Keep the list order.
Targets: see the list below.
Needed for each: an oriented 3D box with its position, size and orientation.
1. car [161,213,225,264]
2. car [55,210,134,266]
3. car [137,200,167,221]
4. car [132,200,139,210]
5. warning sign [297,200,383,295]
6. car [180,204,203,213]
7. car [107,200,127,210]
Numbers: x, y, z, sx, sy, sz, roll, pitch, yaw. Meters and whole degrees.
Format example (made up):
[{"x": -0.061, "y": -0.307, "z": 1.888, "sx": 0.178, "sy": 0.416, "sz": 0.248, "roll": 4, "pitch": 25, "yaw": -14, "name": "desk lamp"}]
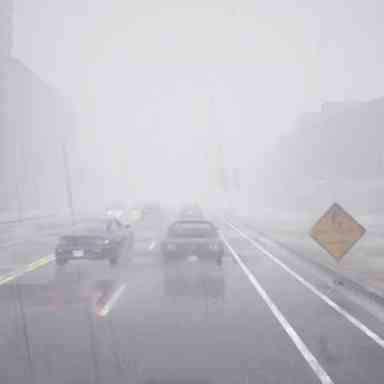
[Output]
[{"x": 0.022, "y": 1.645, "z": 11.875, "sx": 1.895, "sy": 1.301, "sz": 4.718, "roll": 0, "pitch": 0, "yaw": 0, "name": "car"}, {"x": -3.223, "y": 1.569, "z": 11.638, "sx": 1.812, "sy": 1.442, "sz": 4.674, "roll": 0, "pitch": 0, "yaw": -1, "name": "car"}, {"x": -3.309, "y": 1.645, "z": 28.953, "sx": 1.837, "sy": 1.490, "sz": 4.892, "roll": 0, "pitch": 0, "yaw": 0, "name": "car"}, {"x": -6.811, "y": 1.820, "z": 44.658, "sx": 1.994, "sy": 1.385, "sz": 4.181, "roll": 0, "pitch": 0, "yaw": 0, "name": "car"}, {"x": 3.157, "y": 1.141, "z": 7.252, "sx": 1.300, "sy": 1.860, "sz": 1.060, "roll": -2, "pitch": -2, "yaw": 0, "name": "warning sign"}, {"x": -0.062, "y": 1.707, "z": 29.486, "sx": 1.994, "sy": 1.385, "sz": 4.181, "roll": 0, "pitch": 0, "yaw": 0, "name": "car"}, {"x": -10.059, "y": 1.821, "z": 44.684, "sx": 1.994, "sy": 1.385, "sz": 4.181, "roll": 0, "pitch": 0, "yaw": 0, "name": "car"}]
